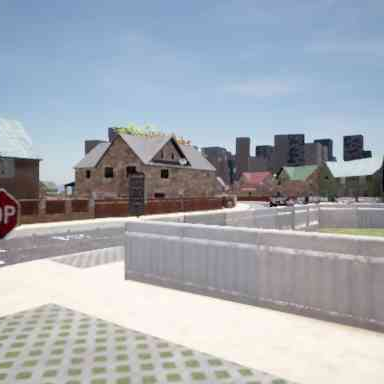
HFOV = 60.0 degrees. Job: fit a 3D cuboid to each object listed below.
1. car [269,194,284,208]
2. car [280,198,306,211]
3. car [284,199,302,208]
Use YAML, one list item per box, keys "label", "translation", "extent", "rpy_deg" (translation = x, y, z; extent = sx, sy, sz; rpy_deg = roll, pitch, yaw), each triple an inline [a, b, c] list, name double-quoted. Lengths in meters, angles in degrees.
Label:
- label: "car"
  translation: [12.084, 1.330, 47.084]
  extent: [2.150, 2.045, 5.566]
  rpy_deg: [1, 0, 14]
- label: "car"
  translation: [11.544, 1.711, 37.382]
  extent: [1.994, 1.385, 4.181]
  rpy_deg: [1, 0, 25]
- label: "car"
  translation: [15.695, 1.765, 51.729]
  extent: [1.895, 1.301, 4.718]
  rpy_deg: [1, 0, 7]
